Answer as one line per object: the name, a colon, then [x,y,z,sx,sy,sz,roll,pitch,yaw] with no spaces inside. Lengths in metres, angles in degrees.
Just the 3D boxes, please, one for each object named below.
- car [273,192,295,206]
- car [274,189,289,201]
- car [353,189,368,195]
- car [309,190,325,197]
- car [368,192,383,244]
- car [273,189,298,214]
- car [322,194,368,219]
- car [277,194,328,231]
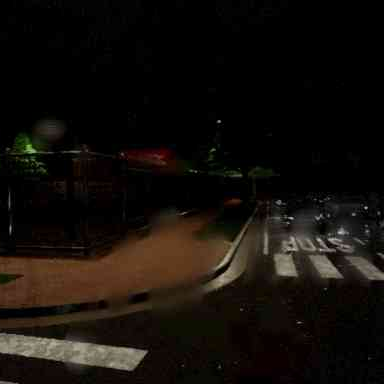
car: [9.836,0.715,35.745,1.994,1.385,4.181,-1,1,13]
car: [12.284,0.398,45.731,1.882,1.535,5.008,-1,1,14]
car: [27.161,0.127,53.319,1.994,1.385,4.181,0,1,33]
car: [13.371,0.611,35.442,1.837,1.490,4.892,-1,2,14]
car: [7.662,0.906,10.322,2.150,2.045,5.566,-1,1,11]
car: [7.589,0.724,26.104,2.097,1.767,4.553,-1,1,13]
car: [10.319,1.009,22.370,1.895,1.301,4.718,-1,1,13]
car: [5.579,1.077,17.371,1.837,1.490,4.892,-1,1,13]
